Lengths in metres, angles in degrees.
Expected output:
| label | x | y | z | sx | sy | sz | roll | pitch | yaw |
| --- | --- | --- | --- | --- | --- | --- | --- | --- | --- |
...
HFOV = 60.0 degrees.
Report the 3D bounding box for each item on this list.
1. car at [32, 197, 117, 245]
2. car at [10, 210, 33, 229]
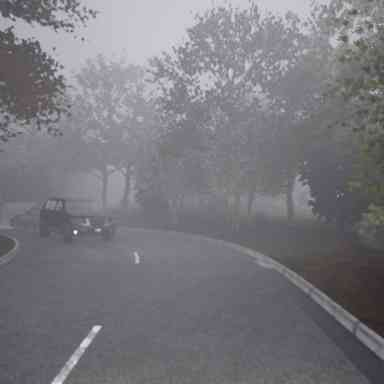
| label | x | y | z | sx | sy | sz | roll | pitch | yaw |
| --- | --- | --- | --- | --- | --- | --- | --- | --- | --- |
| car | -5.818 | 1.316 | 16.549 | 2.150 | 2.045 | 5.566 | 4 | -3 | -40 |
| car | -10.731 | 1.912 | 23.559 | 4.181 | 1.385 | 1.994 | -1 | -4 | 20 |
